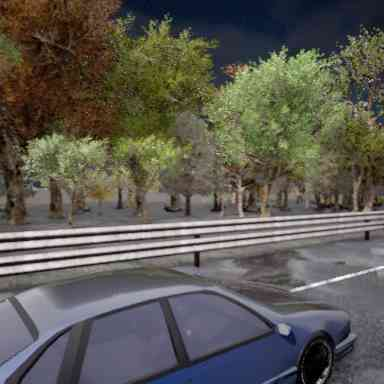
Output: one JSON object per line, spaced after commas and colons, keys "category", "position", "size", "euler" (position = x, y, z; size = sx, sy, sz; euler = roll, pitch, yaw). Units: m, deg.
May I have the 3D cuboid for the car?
{"category": "car", "position": [-0.469, 1.554, 3.402], "size": [5.357, 1.411, 2.033], "euler": [0, 0, -37]}
